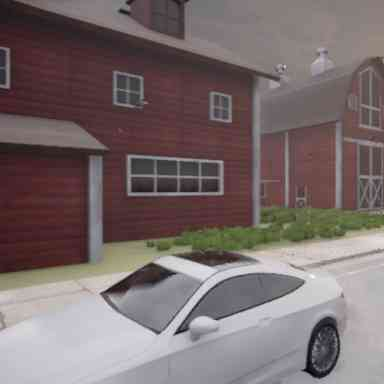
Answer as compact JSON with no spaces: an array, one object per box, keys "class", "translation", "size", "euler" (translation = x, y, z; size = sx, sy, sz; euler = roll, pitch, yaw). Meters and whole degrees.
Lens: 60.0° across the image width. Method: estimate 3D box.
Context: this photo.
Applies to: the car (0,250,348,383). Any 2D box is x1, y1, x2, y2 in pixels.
[{"class":"car","translation":[0.040,1.516,3.998],"size":[4.674,1.442,1.812],"euler":[0,0,-35]}]
